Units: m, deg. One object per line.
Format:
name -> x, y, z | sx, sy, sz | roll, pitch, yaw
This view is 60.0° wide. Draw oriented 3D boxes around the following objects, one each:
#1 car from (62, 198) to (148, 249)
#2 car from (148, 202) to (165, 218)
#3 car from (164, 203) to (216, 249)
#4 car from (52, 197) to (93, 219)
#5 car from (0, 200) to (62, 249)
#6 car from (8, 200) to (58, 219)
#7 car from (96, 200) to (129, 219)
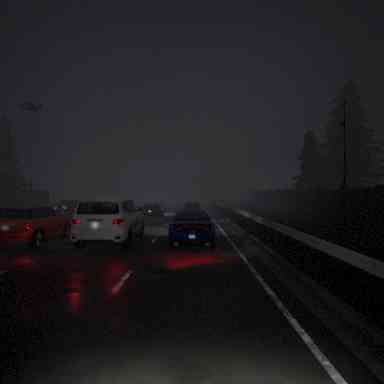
car -> -3.500, 1.255, 14.680 | 2.150, 2.045, 5.566 | 0, 0, 0
car -> -3.500, 1.570, 29.650 | 1.994, 1.385, 4.181 | 0, 0, 0
car -> 0.000, 1.482, 14.650 | 1.882, 1.535, 5.008 | 0, 0, 0
car -> -10.500, 1.363, 29.620 | 2.097, 1.767, 4.553 | 0, 0, 0
car -> -7.000, 1.363, 14.620 | 2.097, 1.767, 4.553 | 0, 0, 0
car -> -14.000, 1.492, 29.650 | 2.128, 1.511, 4.902 | 0, 0, 0
car -> -7.000, 1.530, 29.650 | 1.812, 1.442, 4.674 | 0, 0, 0
